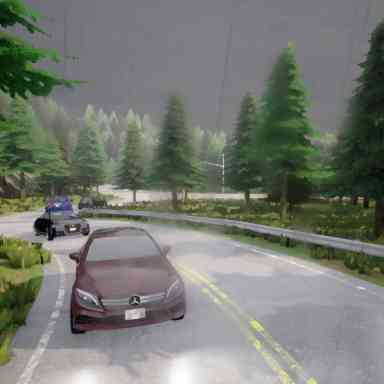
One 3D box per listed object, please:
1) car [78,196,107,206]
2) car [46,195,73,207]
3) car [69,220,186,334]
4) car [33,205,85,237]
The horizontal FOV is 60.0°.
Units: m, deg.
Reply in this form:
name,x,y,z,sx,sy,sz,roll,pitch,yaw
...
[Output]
name,x,y,z,sx,sy,sz,roll,pitch,yaw
car,-12.679,1.289,42.810,2.097,1.767,4.553,2,2,13
car,-12.832,1.326,32.223,2.150,2.045,5.566,-1,0,-18
car,-1.515,1.523,7.060,1.812,1.442,4.674,-2,0,-17
car,-7.038,1.664,17.763,1.994,1.385,4.181,-4,2,-38
